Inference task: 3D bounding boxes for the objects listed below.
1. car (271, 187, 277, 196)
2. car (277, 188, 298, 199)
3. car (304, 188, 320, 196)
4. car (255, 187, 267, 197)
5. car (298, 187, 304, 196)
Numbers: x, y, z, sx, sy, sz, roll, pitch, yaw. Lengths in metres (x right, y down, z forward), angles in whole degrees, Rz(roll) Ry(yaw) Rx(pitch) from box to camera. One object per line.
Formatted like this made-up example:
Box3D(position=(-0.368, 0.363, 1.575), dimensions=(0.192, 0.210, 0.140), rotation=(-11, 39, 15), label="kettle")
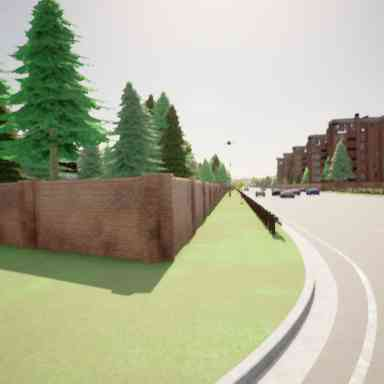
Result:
Box3D(position=(17.556, 0.096, 68.545), dimensions=(1.882, 1.535, 5.008), rotation=(-1, 1, 7), label="car")
Box3D(position=(16.110, 0.388, 56.488), dimensions=(1.994, 1.385, 4.181), rotation=(-1, 1, 8), label="car")
Box3D(position=(24.454, -0.045, 67.293), dimensions=(1.882, 1.535, 5.008), rotation=(-1, 1, 7), label="car")
Box3D(position=(13.921, 0.262, 67.647), dimensions=(2.033, 1.411, 5.357), rotation=(-1, 1, 7), label="car")
Box3D(position=(21.028, 0.069, 68.104), dimensions=(1.812, 1.442, 4.674), rotation=(-1, 1, 7), label="car")
